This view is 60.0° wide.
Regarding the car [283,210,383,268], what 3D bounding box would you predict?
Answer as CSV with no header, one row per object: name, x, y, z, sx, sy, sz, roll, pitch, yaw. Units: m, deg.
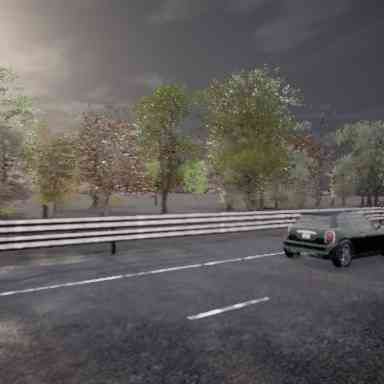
car,5.384,1.452,11.880,4.553,1.767,2.097,1,0,-35
